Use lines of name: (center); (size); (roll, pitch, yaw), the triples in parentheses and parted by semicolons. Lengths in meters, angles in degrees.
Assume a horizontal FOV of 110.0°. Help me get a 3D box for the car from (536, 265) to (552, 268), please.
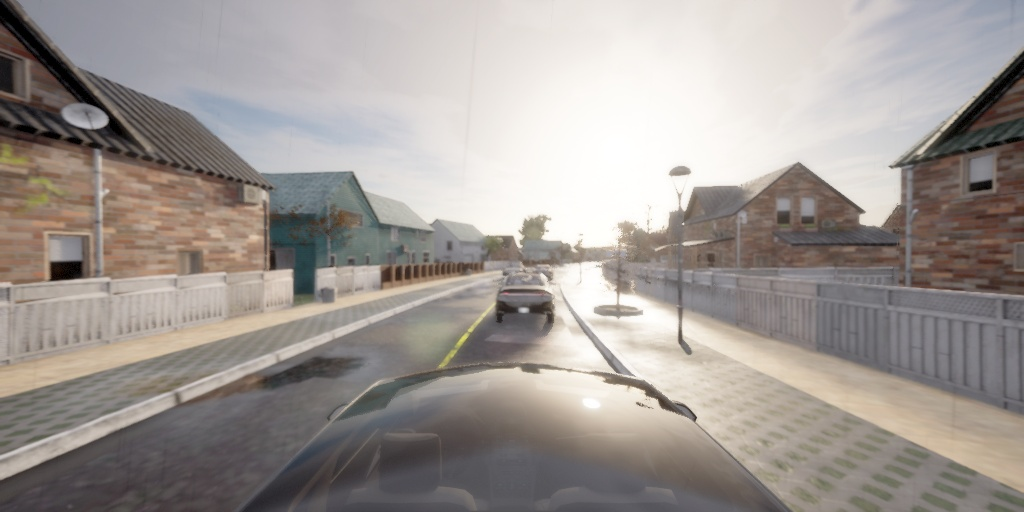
car: (3.046, 1.593, 34.155); (2.033, 1.411, 5.357); (0, 0, 10)

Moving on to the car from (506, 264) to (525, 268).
car: (0.316, 1.535, 35.466); (2.128, 1.511, 4.902); (0, 0, 10)

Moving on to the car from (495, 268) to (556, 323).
car: (0.523, 1.349, 12.659); (2.128, 1.511, 4.902); (0, 0, 4)
